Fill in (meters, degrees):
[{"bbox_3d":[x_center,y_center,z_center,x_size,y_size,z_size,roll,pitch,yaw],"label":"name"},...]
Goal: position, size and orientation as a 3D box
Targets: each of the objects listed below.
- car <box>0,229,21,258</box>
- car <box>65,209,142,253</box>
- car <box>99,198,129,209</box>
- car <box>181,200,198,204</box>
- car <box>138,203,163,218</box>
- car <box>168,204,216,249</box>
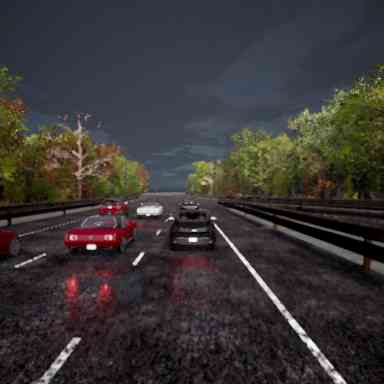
[{"bbox_3d":[-6.944,1.527,9.834,1.812,1.442,4.674,0,0,0],"label":"car"},{"bbox_3d":[-3.473,1.602,13.668,1.895,1.301,4.718,0,0,-1],"label":"car"},{"bbox_3d":[-7.244,1.363,31.270,2.097,1.767,4.553,0,0,-1],"label":"car"},{"bbox_3d":[-0.245,1.499,31.427,2.128,1.511,4.902,0,0,-1],"label":"car"},{"bbox_3d":[-3.715,1.609,30.070,1.895,1.301,4.718,0,0,-1],"label":"car"},{"bbox_3d":[0.015,1.505,14.631,1.837,1.490,4.892,0,0,-1],"label":"car"}]
